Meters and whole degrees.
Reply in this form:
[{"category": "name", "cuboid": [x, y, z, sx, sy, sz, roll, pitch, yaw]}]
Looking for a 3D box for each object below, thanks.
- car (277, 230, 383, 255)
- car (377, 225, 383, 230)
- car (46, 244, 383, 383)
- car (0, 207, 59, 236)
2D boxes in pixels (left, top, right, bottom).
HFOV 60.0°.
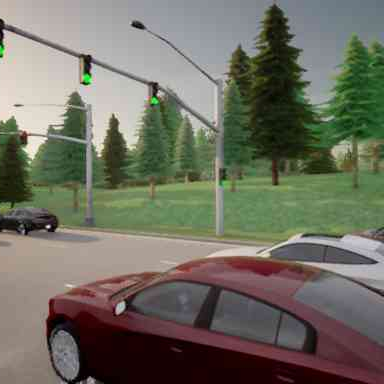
[{"category": "car", "cuboid": [2.368, 1.540, 6.604, 4.674, 1.442, 1.812, 0, 0, 36]}, {"category": "car", "cuboid": [5.714, 1.352, 8.515, 4.553, 1.767, 2.097, -1, 0, 35]}, {"category": "car", "cuboid": [0.345, 1.492, 3.747, 5.008, 1.535, 1.882, 0, 0, 36]}, {"category": "car", "cuboid": [-9.850, 1.662, 19.622, 4.892, 1.490, 1.837, -1, 0, 36]}]
